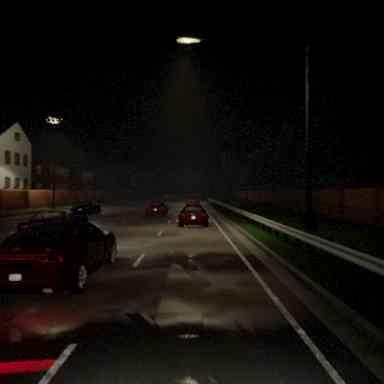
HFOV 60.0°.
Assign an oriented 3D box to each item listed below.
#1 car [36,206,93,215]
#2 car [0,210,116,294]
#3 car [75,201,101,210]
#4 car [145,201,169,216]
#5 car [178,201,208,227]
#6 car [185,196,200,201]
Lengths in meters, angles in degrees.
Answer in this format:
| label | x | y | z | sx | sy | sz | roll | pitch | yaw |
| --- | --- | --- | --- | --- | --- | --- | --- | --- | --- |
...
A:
| label | x | y | z | sx | sy | sz | roll | pitch | yaw |
| --- | --- | --- | --- | --- | --- | --- | --- | --- | --- |
| car | -6.903 | 1.621 | 17.125 | 1.895 | 1.301 | 4.718 | 0 | 0 | 0 |
| car | -3.402 | 1.488 | 8.877 | 1.882 | 1.535 | 5.008 | 0 | 0 | 0 |
| car | -10.405 | 1.602 | 32.995 | 1.994 | 1.385 | 4.181 | 0 | 0 | 0 |
| car | -3.407 | 1.602 | 32.830 | 1.994 | 1.385 | 4.181 | 0 | 0 | 0 |
| car | 0.094 | 1.591 | 23.146 | 1.994 | 1.385 | 4.181 | 0 | 0 | 0 |
| car | 0.090 | 1.410 | 50.317 | 2.097 | 1.767 | 4.553 | 0 | 0 | 0 |
